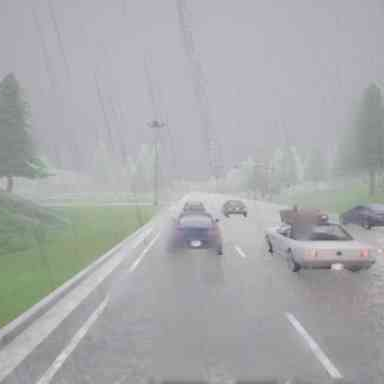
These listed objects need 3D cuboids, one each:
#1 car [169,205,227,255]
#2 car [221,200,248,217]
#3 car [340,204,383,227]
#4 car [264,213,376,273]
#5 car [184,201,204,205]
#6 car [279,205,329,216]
[{"bbox_3d":[0.130,1.467,12.967,1.812,1.442,4.674,0,0,0],"label":"car"},{"bbox_3d":[3.673,1.419,29.344,2.033,1.411,5.357,0,0,0],"label":"car"},{"bbox_3d":[10.647,1.444,20.018,1.812,1.442,4.674,0,0,0],"label":"car"},{"bbox_3d":[3.621,1.556,10.470,1.895,1.301,4.718,0,0,0],"label":"car"},{"bbox_3d":[0.175,1.465,30.569,1.895,1.301,4.718,0,0,0],"label":"car"},{"bbox_3d":[7.152,1.508,21.849,1.895,1.301,4.718,0,0,0],"label":"car"}]
